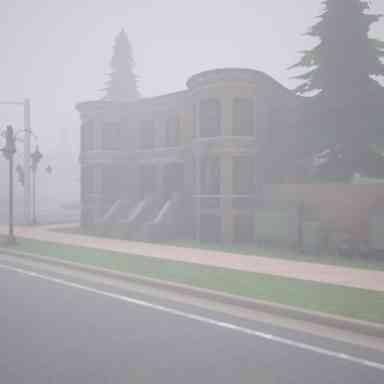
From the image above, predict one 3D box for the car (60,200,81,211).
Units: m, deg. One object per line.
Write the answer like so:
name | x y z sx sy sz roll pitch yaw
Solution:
car | -13.995 1.619 41.394 1.895 1.301 4.718 0 0 32
